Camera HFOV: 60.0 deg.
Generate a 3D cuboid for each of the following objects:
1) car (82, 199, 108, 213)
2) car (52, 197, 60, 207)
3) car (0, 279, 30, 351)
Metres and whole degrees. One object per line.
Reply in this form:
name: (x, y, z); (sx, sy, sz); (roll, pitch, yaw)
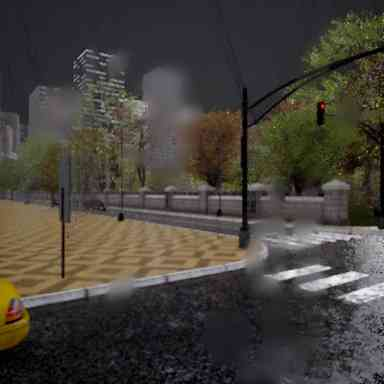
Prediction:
car: (-11.529, 1.609, 39.243); (1.837, 1.490, 4.892); (0, 0, -34)
car: (-21.067, 1.604, 53.227); (2.128, 1.511, 4.902); (0, 0, -34)
car: (-4.449, 1.526, 3.541); (4.829, 1.417, 1.752); (0, 0, -36)
